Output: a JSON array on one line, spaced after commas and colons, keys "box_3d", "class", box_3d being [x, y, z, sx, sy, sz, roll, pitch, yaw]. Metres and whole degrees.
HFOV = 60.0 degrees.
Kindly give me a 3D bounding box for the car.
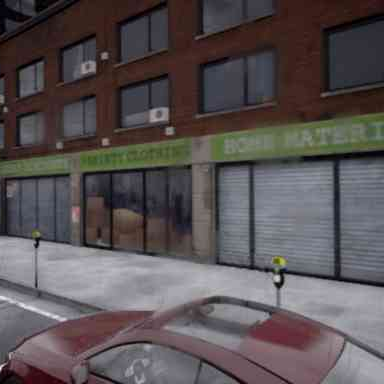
[{"box_3d": [0.055, 1.596, 2.772, 4.206, 1.307, 1.802, -1, 0, 36], "class": "car"}]
